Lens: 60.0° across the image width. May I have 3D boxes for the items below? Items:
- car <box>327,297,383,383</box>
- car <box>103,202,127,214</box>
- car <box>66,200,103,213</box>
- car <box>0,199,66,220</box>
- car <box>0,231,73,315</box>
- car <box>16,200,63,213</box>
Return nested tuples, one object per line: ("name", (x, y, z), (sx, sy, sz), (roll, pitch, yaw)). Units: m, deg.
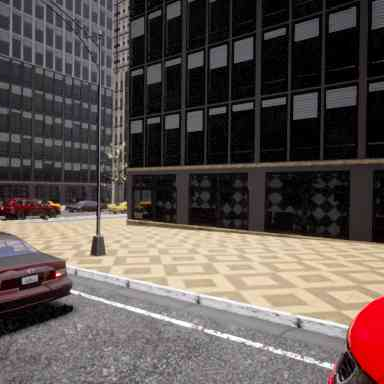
("car", (3.453, 1.222, 1.212), (5.566, 2.045, 2.150), (0, 0, 36))
("car", (-7.603, 1.830, 39.010), (1.752, 1.417, 4.829), (1, 0, 37))
("car", (-13.039, 1.748, 41.389), (2.033, 1.411, 5.357), (1, 0, 37))
("car", (-14.424, 1.519, 29.816), (2.192, 1.841, 5.009), (1, 0, 37))
("car", (-4.818, 1.544, 7.137), (5.357, 1.411, 2.033), (0, 0, 35))
("car", (-17.898, 1.643, 39.200), (1.752, 1.417, 4.829), (1, 0, 37))
